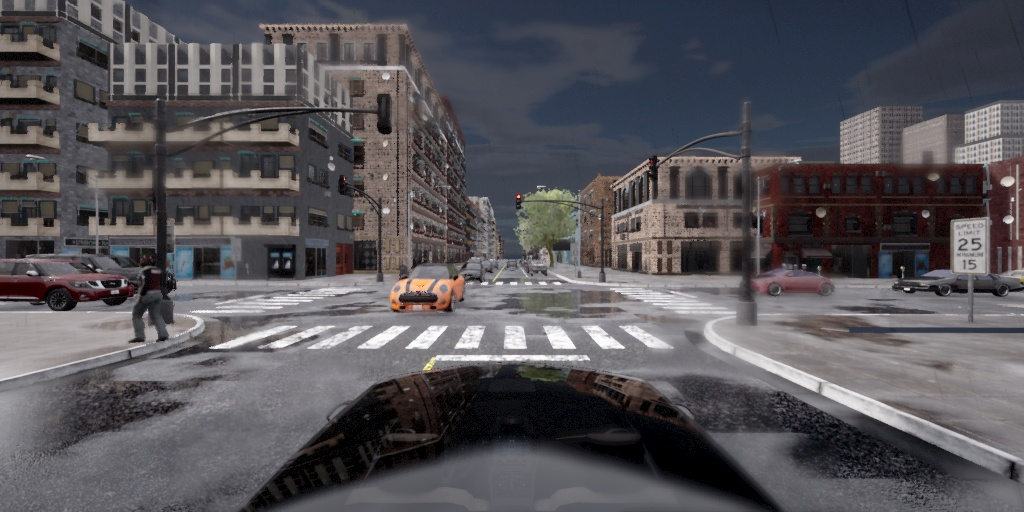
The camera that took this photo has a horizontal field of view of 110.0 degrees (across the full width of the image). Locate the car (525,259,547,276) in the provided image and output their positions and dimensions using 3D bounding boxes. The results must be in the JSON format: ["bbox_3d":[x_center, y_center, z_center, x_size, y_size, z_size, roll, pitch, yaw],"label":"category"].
[{"bbox_3d":[2.691,1.330,37.028,2.007,1.370,4.403,0,0,0],"label":"car"}]

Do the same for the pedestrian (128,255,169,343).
[{"bbox_3d":[-7.585,0.888,7.489,0.375,1.860,0.375,0,0,0],"label":"pedestrian"}]

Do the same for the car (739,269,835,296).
[{"bbox_3d":[14.719,1.387,19.325,4.181,1.385,1.994,0,0,0],"label":"car"}]

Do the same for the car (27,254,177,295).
[{"bbox_3d":[-18.310,0.917,15.889,5.566,2.045,2.150,0,0,0],"label":"car"}]

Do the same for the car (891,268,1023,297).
[{"bbox_3d":[24.020,1.412,19.392,5.357,1.411,2.033,0,0,0],"label":"car"}]

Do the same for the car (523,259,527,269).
[{"bbox_3d":[2.692,1.228,42.725,1.967,1.591,4.097,0,0,0],"label":"car"}]

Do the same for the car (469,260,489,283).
[{"bbox_3d":[-3.099,1.270,28.129,1.837,1.490,4.892,0,0,0],"label":"car"}]

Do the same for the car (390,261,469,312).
[{"bbox_3d":[-3.101,1.103,14.024,2.097,1.767,4.553,0,0,0],"label":"car"}]

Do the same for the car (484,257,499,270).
[{"bbox_3d":[-3.084,1.304,55.834,2.128,1.511,4.902,0,0,0],"label":"car"}]

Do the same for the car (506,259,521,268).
[{"bbox_3d":[0.002,1.319,63.384,2.128,1.511,4.902,0,0,0],"label":"car"}]

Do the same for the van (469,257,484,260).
[{"bbox_3d":[-5.689,1.149,54.120,1.690,1.789,3.998,0,0,0],"label":"van"}]

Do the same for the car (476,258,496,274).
[{"bbox_3d":[-3.098,1.286,40.868,1.837,1.490,4.892,0,1,0],"label":"car"}]

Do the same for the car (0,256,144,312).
[{"bbox_3d":[-17.276,1.013,13.309,5.009,1.841,2.192,0,0,0],"label":"car"}]
